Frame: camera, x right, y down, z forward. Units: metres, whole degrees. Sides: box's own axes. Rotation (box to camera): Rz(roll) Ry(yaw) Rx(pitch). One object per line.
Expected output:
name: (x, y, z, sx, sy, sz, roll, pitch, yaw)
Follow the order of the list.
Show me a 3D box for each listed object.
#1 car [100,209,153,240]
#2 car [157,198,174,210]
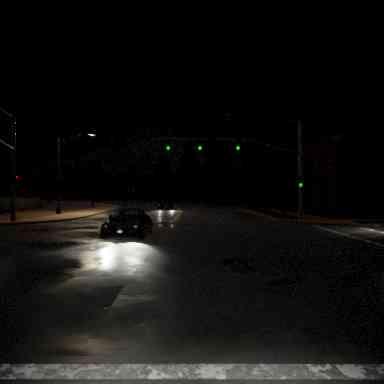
car: (-3.150, 1.565, 16.723, 1.994, 1.385, 4.181, 0, 0, 2)
car: (-3.357, 1.516, 42.725, 1.837, 1.490, 4.892, 1, 0, -4)
